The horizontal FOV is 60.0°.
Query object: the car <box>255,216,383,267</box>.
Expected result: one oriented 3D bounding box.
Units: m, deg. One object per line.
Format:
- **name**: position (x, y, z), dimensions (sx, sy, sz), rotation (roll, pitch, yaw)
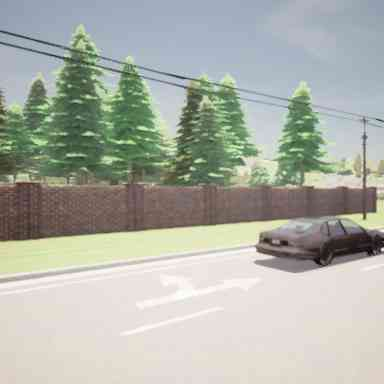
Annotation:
- **car**: position (4.564, 1.524, 11.370), dimensions (5.357, 1.411, 2.033), rotation (0, 0, -35)
